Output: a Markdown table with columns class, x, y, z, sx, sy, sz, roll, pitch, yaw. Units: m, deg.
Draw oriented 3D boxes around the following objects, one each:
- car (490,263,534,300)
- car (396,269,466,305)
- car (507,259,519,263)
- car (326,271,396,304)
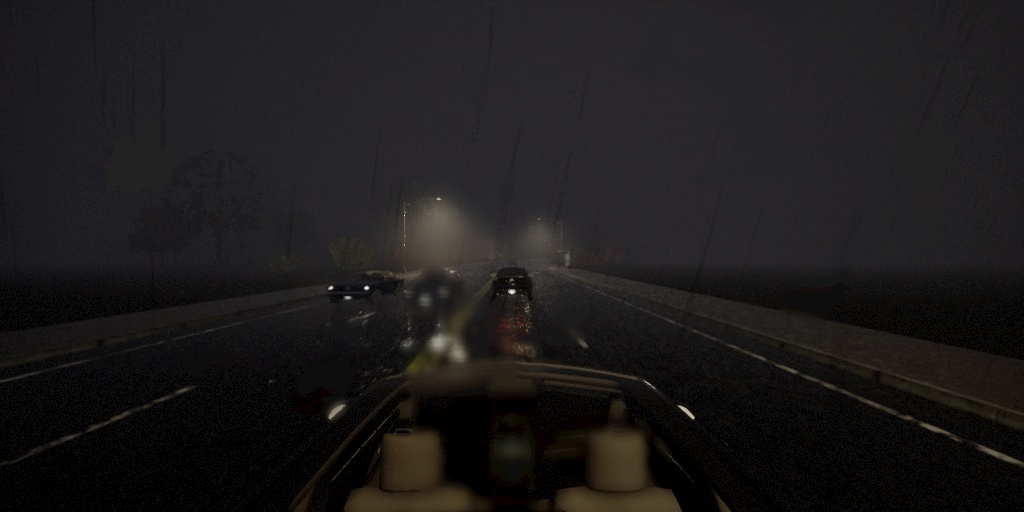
| class | x | y | z | sx | sy | sz | roll | pitch | yaw |
| --- | --- | --- | --- | --- | --- | --- | --- | --- | --- |
| car | -0.002 | 1.263 | 17.656 | 1.837 | 1.490 | 4.892 | 0 | 0 | 0 |
| car | -3.263 | 1.305 | 16.282 | 2.033 | 1.411 | 5.357 | 0 | 0 | 1 |
| car | 0.104 | 1.316 | 45.844 | 2.033 | 1.411 | 5.357 | 0 | 0 | 0 |
| car | -6.513 | 1.359 | 16.480 | 1.895 | 1.301 | 4.718 | 0 | 0 | 0 |
